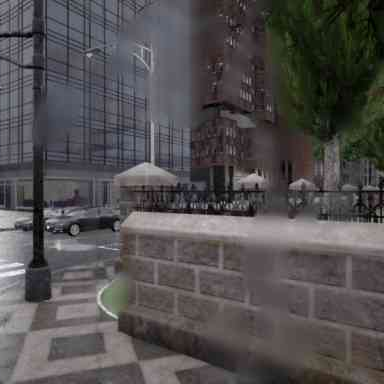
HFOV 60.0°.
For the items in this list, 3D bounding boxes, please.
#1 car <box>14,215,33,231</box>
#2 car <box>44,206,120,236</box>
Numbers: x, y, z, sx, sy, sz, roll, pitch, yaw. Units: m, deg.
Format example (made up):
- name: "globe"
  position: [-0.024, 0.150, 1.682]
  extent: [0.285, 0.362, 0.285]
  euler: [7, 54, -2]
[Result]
- name: "car"
  position: [-8.394, 1.631, 20.193]
  extent: [2.008, 1.369, 4.403]
  euler: [0, -1, 36]
- name: "car"
  position: [-5.955, 1.588, 19.019]
  extent: [1.837, 1.490, 4.892]
  euler: [0, 0, 36]
